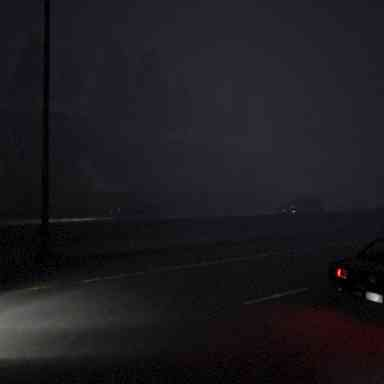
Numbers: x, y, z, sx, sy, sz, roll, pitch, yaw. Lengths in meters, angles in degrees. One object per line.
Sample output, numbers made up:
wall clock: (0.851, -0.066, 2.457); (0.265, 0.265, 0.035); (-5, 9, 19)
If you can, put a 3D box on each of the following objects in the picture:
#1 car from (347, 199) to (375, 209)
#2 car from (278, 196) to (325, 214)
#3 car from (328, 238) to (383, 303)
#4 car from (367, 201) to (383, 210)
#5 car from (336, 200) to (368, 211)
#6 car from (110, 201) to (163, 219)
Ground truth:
car: (27.758, 1.943, 54.453); (5.357, 1.411, 2.033); (1, 0, -39)
car: (10.959, 1.417, 33.075); (5.566, 2.045, 2.150); (1, 0, -36)
car: (5.179, 1.664, 7.382); (4.718, 1.301, 1.895); (1, 0, -35)
car: (21.430, 1.851, 36.396); (4.181, 1.385, 1.994); (1, 0, -37)
car: (21.549, 1.918, 45.211); (4.718, 1.301, 1.895); (1, 0, -37)
car: (-5.039, 1.553, 30.375); (4.902, 1.511, 2.128); (1, 0, -35)
